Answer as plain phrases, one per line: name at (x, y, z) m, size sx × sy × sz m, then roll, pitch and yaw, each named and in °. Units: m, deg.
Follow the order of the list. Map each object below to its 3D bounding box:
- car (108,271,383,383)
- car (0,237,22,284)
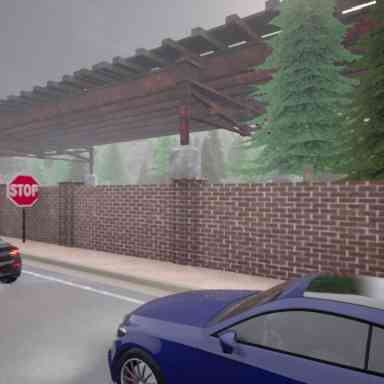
car at (1.257, 1.526, 3.095) m, size 4.674 × 1.442 × 1.812 m, roll 0°, pitch 0°, yaw 36°
car at (-6.055, 1.526, 8.311) m, size 4.674 × 1.442 × 1.812 m, roll 0°, pitch 0°, yaw 36°
